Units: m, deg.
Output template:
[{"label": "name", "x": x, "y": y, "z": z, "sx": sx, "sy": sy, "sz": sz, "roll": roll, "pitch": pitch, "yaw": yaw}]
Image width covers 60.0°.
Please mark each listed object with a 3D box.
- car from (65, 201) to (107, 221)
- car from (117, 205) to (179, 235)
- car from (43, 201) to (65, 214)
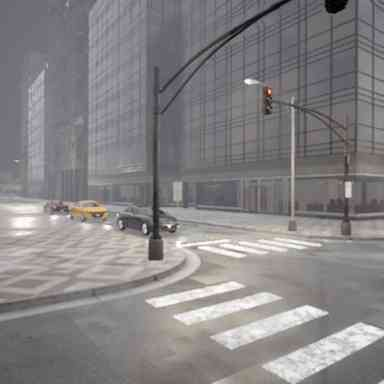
[{"label": "car", "x": -8.544, "y": 1.483, "z": 27.196, "sx": 1.882, "sy": 1.535, "sz": 5.008, "roll": 0, "pitch": 0, "yaw": -35}, {"label": "car", "x": -2.643, "y": 1.522, "z": 19.022, "sx": 1.837, "sy": 1.490, "sz": 4.892, "roll": 0, "pitch": 0, "yaw": -38}, {"label": "car", "x": -14.350, "y": 1.595, "z": 35.299, "sx": 1.895, "sy": 1.301, "sz": 4.718, "roll": 0, "pitch": 0, "yaw": -36}]
